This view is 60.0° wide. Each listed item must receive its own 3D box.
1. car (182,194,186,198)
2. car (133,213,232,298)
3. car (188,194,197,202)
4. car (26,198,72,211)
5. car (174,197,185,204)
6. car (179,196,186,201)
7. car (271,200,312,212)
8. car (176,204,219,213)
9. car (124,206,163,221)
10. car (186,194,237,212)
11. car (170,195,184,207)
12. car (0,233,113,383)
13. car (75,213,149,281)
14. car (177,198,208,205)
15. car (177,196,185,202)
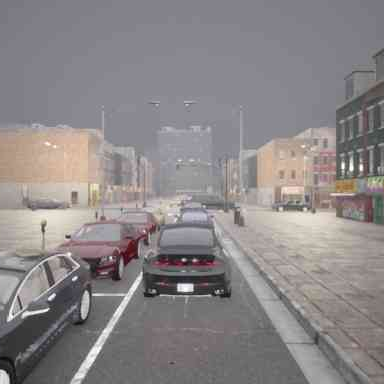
[{"bbox_3d":[-2.557,1.418,58.297,2.192,1.841,5.009,0,0,0],"label":"car"},{"bbox_3d":[-0.066,1.509,8.520,1.837,1.490,4.892,0,0,1],"label":"car"},{"bbox_3d":[0.109,1.408,82.963,2.150,2.045,5.566,0,0,0],"label":"car"},{"bbox_3d":[-16.278,1.424,37.994,4.902,1.511,2.128,0,0,0],"label":"car"},{"bbox_3d":[-2.544,1.690,69.185,2.008,1.369,4.403,0,0,0],"label":"car"},{"bbox_3d":[-2.516,1.767,90.961,1.887,1.381,4.507,0,0,0],"label":"car"},{"bbox_3d":[12.258,1.713,41.056,4.892,1.490,1.837,1,0,0],"label":"car"},{"bbox_3d":[0.114,1.536,16.003,1.812,1.442,4.674,0,0,0],"label":"car"},{"bbox_3d":[-2.613,1.555,15.402,1.887,1.381,4.507,0,0,0],"label":"car"},{"bbox_3d":[2.376,1.297,38.063,5.566,2.045,2.150,1,0,0],"label":"car"},{"bbox_3d":[-2.565,1.612,52.683,1.752,1.417,4.829,0,0,0],"label":"car"},{"bbox_3d":[-2.627,1.552,4.413,2.008,1.369,4.403,0,0,0],"label":"car"},{"bbox_3d":[-2.620,1.549,9.907,1.887,1.381,4.507,0,0,0],"label":"car"},{"bbox_3d":[0.057,1.503,26.272,1.882,1.535,5.008,0,0,0],"label":"car"},{"bbox_3d":[-2.530,1.704,79.902,1.752,1.417,4.829,0,0,0],"label":"car"}]
